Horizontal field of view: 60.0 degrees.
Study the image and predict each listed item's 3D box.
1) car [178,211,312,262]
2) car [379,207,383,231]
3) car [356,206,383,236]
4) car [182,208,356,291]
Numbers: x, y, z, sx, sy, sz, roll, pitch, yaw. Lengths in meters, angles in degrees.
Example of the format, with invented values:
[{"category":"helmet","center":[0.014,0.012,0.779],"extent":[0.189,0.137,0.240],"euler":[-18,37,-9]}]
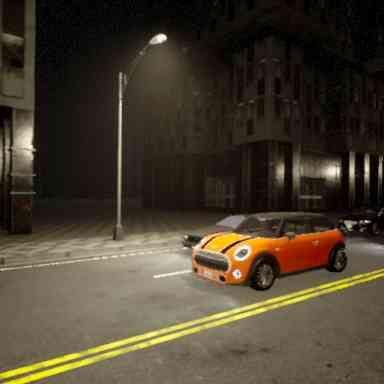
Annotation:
[{"category":"car","center":[2.256,1.570,13.178],"extent":[5.357,1.411,2.033],"euler":[0,0,-35]},{"category":"car","center":[10.896,1.548,15.365],"extent":[4.892,1.490,1.837],"euler":[0,0,-35]},{"category":"car","center":[10.271,1.536,18.891],"extent":[4.902,1.511,2.128],"euler":[0,0,-35]},{"category":"car","center":[2.215,1.368,9.189],"extent":[4.553,1.767,2.097],"euler":[0,0,-35]}]
